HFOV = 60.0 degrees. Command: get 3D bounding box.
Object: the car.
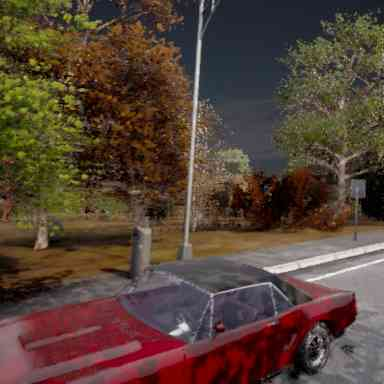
[{"bbox_3d":[-0.091,1.589,3.983,4.718,1.301,1.895,0,0,-36],"label":"car"}]
